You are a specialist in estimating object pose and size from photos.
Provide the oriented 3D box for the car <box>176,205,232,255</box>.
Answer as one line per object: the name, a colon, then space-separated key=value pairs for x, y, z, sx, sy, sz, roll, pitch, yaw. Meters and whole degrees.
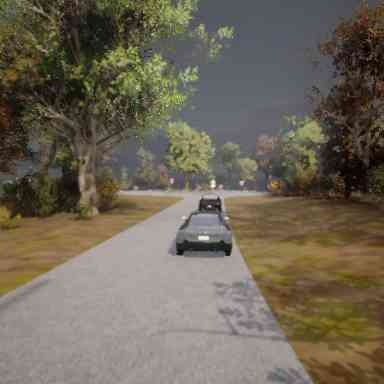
car: x=0.503 y=1.446 z=12.942 sx=1.994 sy=1.385 sz=4.181 roll=0 pitch=1 yaw=3

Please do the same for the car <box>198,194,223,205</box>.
car: x=1.604 y=0.899 z=28.731 sx=1.882 sy=1.535 sz=5.008 roll=0 pitch=2 yaw=5
